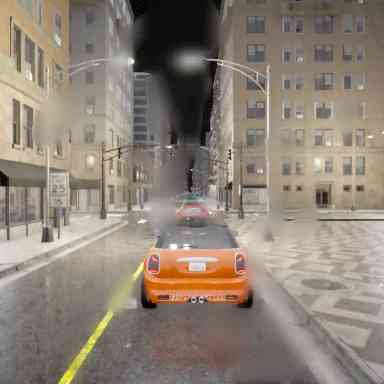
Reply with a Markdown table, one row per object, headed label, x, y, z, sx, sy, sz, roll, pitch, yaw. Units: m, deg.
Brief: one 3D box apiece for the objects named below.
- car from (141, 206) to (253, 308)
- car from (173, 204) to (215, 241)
| label | x | y | z | sx | sy | sz | roll | pitch | yaw |
| --- | --- | --- | --- | --- | --- | --- | --- | --- | --- |
| car | 0.089 | 1.352 | 8.056 | 2.097 | 1.767 | 4.553 | 0 | 0 | 0 |
| car | 0.084 | 1.477 | 17.656 | 1.882 | 1.535 | 5.008 | 0 | 0 | 0 |
